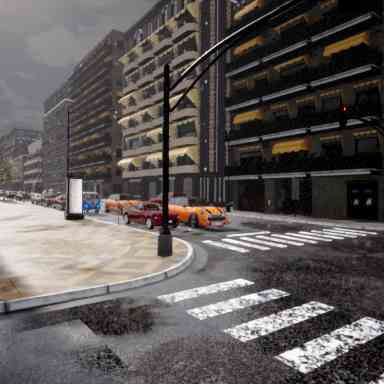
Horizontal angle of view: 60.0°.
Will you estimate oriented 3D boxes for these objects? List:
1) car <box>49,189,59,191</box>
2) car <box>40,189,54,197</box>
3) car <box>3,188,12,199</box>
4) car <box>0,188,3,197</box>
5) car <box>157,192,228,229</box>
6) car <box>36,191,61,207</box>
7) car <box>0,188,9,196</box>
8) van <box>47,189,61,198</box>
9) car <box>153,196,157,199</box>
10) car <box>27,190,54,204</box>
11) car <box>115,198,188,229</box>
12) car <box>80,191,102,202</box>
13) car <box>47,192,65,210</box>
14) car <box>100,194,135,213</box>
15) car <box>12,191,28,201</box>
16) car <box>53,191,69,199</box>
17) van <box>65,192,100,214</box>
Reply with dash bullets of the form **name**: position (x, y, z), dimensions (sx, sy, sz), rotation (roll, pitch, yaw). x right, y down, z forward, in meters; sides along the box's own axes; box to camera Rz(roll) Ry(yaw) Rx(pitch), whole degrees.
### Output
- **car**: position (-25.090, 0.599, 59.983), dimensions (2.033, 1.411, 5.357), rotation (1, 0, -38)
- **car**: position (-32.307, 0.272, 74.283), dimensions (1.967, 1.590, 4.097), rotation (2, 0, -36)
- **car**: position (-32.416, 0.470, 60.198), dimensions (1.887, 1.381, 4.507), rotation (2, 0, -36)
- **car**: position (-39.078, 0.301, 69.341), dimensions (2.008, 1.369, 4.403), rotation (2, 0, -36)
- **car**: position (0.110, 1.106, 19.902), dimensions (2.097, 1.767, 4.553), rotation (1, 0, -35)
- **car**: position (-15.759, 0.909, 37.340), dimensions (1.887, 1.381, 4.507), rotation (2, 0, -36)
- **car**: position (-42.402, -0.022, 73.913), dimensions (2.192, 1.841, 5.009), rotation (2, 0, -36)
- **van**: position (-28.973, 0.260, 69.711), dimensions (1.690, 1.788, 3.998), rotation (2, 0, -36)
- **car**: position (-2.322, 0.936, 33.138), dimensions (2.192, 1.841, 5.009), rotation (2, 0, -36)
- **car**: position (-18.990, 0.805, 41.774), dimensions (1.752, 1.417, 4.829), rotation (2, 0, -36)
- **car**: position (-2.434, 1.261, 19.053), dimensions (1.887, 1.381, 4.507), rotation (2, 0, -36)
- **car**: position (-15.650, 0.710, 51.425), dimensions (1.967, 1.590, 4.097), rotation (2, 0, -36)
- **car**: position (-12.427, 0.997, 32.768), dimensions (1.887, 1.381, 4.507), rotation (2, 0, -36)
- **car**: position (-5.574, 0.955, 27.753), dimensions (2.097, 1.767, 4.553), rotation (1, 0, -36)
- **car**: position (-25.749, 0.541, 51.055), dimensions (1.967, 1.590, 4.097), rotation (2, 0, -36)
- **car**: position (-25.747, 0.529, 65.277), dimensions (1.752, 1.417, 4.829), rotation (2, 0, -36)
- **van**: position (-9.090, 0.881, 28.197), dimensions (1.690, 1.788, 3.998), rotation (2, 0, -36)
